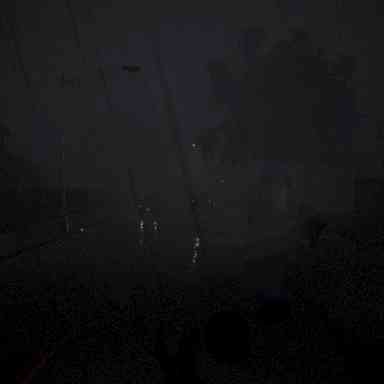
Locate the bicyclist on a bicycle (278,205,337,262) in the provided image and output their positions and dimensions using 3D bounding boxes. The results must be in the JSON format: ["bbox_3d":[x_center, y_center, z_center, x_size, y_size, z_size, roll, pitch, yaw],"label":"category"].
[{"bbox_3d":[3.277,1.192,9.424,1.656,1.620,0.582,0,1,2],"label":"bicyclist on a bicycle"}]

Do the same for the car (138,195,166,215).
[{"bbox_3d":[-3.230,1.048,27.621,2.128,1.511,4.902,0,1,2],"label":"car"}]

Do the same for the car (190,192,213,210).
[{"bbox_3d":[0.960,0.804,32.760,2.097,1.767,4.553,0,1,2],"label":"car"}]

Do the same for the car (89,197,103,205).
[{"bbox_3d":[-11.933,0.774,33.974,5.357,1.415,2.033,0,1,4],"label":"car"}]
